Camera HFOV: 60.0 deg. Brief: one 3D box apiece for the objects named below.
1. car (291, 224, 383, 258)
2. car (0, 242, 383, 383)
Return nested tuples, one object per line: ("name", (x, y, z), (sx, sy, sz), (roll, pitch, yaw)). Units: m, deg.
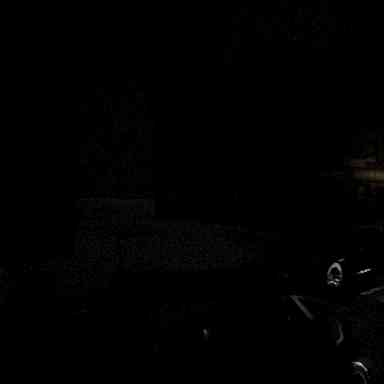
("car", (3.878, 1.566, 8.976), (4.313, 1.339, 1.947), (0, 0, -36))
("car", (-0.137, 1.548, 2.978), (5.357, 1.411, 2.033), (0, 0, -36))
